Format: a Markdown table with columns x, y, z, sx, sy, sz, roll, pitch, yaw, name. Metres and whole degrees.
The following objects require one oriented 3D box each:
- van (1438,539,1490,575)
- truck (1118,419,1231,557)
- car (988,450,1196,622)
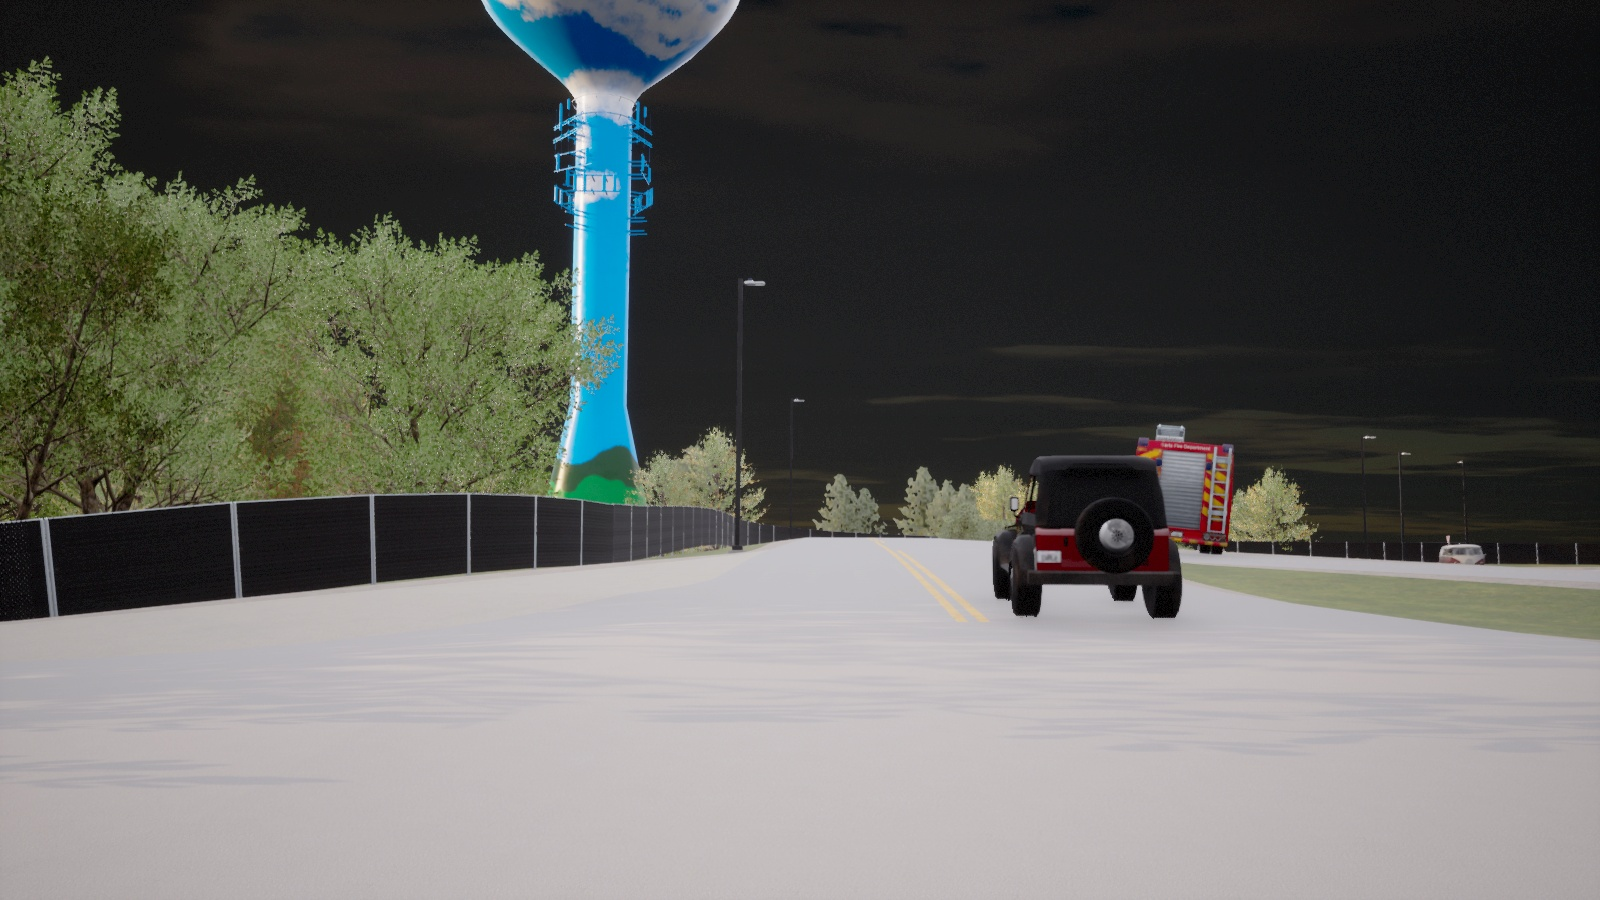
| x | y | z | sx | sy | sz | roll | pitch | yaw | name |
| --- | --- | --- | --- | --- | --- | --- | --- | --- | --- |
| 37.259 | 6.004 | 70.547 | 1.775 | 1.987 | 4.442 | -2 | -5 | 18 | van |
| 12.192 | 1.367 | 40.986 | 2.891 | 3.827 | 8.468 | 5 | -2 | 17 | truck |
| 3.486 | 1.012 | 15.727 | 1.905 | 1.878 | 3.866 | 0 | -2 | 4 | car |
